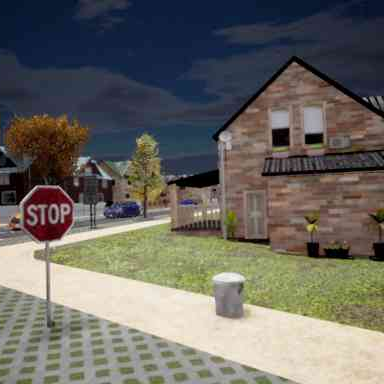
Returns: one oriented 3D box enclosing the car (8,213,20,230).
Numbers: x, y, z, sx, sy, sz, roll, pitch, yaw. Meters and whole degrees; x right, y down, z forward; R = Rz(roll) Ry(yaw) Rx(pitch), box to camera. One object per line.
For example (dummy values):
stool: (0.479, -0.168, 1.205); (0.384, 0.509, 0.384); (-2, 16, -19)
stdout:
car: (-10.476, 1.601, 23.306); (2.097, 1.767, 4.553); (-2, -1, 17)

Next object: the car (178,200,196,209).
car: (-0.762, 2.078, 54.630); (1.882, 1.535, 5.008); (-2, -2, 18)

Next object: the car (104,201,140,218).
car: (-7.147, 1.719, 34.126); (2.097, 1.767, 4.553); (-2, -1, 17)
